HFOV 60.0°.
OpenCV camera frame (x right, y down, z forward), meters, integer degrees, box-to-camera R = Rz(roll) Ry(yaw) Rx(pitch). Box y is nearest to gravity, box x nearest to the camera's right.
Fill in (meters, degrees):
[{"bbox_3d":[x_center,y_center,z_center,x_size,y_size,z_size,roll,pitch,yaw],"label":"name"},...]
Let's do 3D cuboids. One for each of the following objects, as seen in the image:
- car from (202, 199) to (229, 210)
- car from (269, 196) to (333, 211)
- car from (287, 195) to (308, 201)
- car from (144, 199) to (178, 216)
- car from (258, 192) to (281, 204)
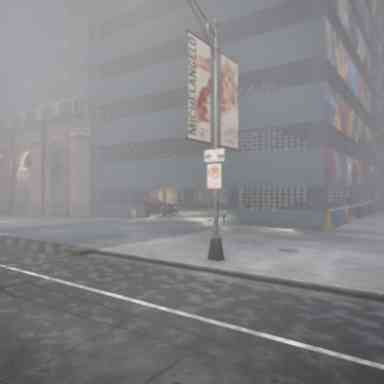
[{"bbox_3d":[3.608,1.455,39.272,4.718,1.301,1.895,0,0,35],"label":"car"},{"bbox_3d":[8.872,1.316,26.346,4.674,1.452,2.002,0,0,35],"label":"car"},{"bbox_3d":[27.703,1.466,87.649,4.892,1.521,2.231,0,0,35],"label":"car"},{"bbox_3d":[-3.455,1.406,30.061,4.786,1.482,2.161,0,0,35],"label":"car"},{"bbox_3d":[13.653,1.019,54.829,5.566,2.045,2.435,0,0,35],"label":"car"}]
